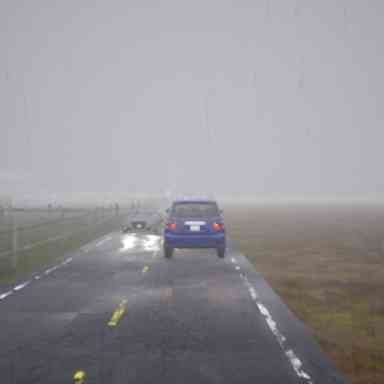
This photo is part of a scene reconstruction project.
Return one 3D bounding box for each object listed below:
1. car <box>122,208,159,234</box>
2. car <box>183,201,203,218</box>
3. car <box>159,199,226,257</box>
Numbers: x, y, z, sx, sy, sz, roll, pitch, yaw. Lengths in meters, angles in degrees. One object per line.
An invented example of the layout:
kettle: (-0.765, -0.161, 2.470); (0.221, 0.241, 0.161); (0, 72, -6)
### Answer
car: (-2.844, 1.635, 19.748); (1.994, 1.385, 4.181); (0, 0, 0)
car: (0.103, 1.648, 32.752); (1.812, 1.442, 4.674); (0, 0, 0)
car: (0.099, 1.268, 13.369); (2.150, 2.045, 5.566); (0, 0, 0)
